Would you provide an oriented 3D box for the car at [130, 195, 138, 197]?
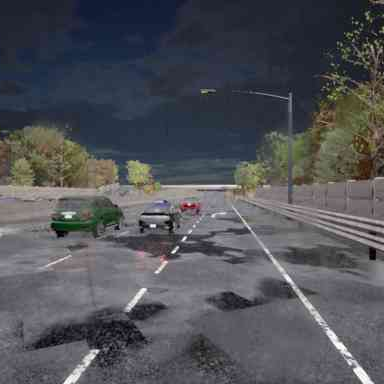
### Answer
[{"bbox_3d":[-14.008,1.520,79.953,1.837,1.490,4.892,0,0,5],"label":"car"}]

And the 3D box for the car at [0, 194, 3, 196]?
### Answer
[{"bbox_3d":[-24.352,1.358,43.770,2.097,1.767,4.553,0,0,5],"label":"car"}]

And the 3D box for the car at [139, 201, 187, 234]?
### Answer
[{"bbox_3d":[-1.738,1.491,19.213,2.128,1.511,4.902,0,0,5],"label":"car"}]

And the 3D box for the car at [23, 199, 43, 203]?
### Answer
[{"bbox_3d":[-17.690,1.568,39.658,1.994,1.385,4.181,0,0,5],"label":"car"}]

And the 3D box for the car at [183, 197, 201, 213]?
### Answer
[{"bbox_3d":[-0.088,1.356,37.790,2.097,1.767,4.553,0,0,5],"label":"car"}]

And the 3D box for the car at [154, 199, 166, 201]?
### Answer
[{"bbox_3d":[-3.606,1.529,37.740,1.812,1.442,4.674,0,0,5],"label":"car"}]

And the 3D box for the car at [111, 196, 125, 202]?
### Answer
[{"bbox_3d":[-17.568,1.575,79.432,1.994,1.385,4.181,0,0,5],"label":"car"}]

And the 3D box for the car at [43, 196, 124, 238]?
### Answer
[{"bbox_3d":[-5.377,1.221,17.822,2.150,2.045,5.566,0,0,5],"label":"car"}]

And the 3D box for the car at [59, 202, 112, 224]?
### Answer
[{"bbox_3d":[-8.155,1.547,26.062,2.033,1.411,5.357,0,0,5],"label":"car"}]

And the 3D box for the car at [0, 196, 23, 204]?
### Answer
[{"bbox_3d":[-21.238,1.551,39.256,2.033,1.411,5.357,0,0,5],"label":"car"}]
